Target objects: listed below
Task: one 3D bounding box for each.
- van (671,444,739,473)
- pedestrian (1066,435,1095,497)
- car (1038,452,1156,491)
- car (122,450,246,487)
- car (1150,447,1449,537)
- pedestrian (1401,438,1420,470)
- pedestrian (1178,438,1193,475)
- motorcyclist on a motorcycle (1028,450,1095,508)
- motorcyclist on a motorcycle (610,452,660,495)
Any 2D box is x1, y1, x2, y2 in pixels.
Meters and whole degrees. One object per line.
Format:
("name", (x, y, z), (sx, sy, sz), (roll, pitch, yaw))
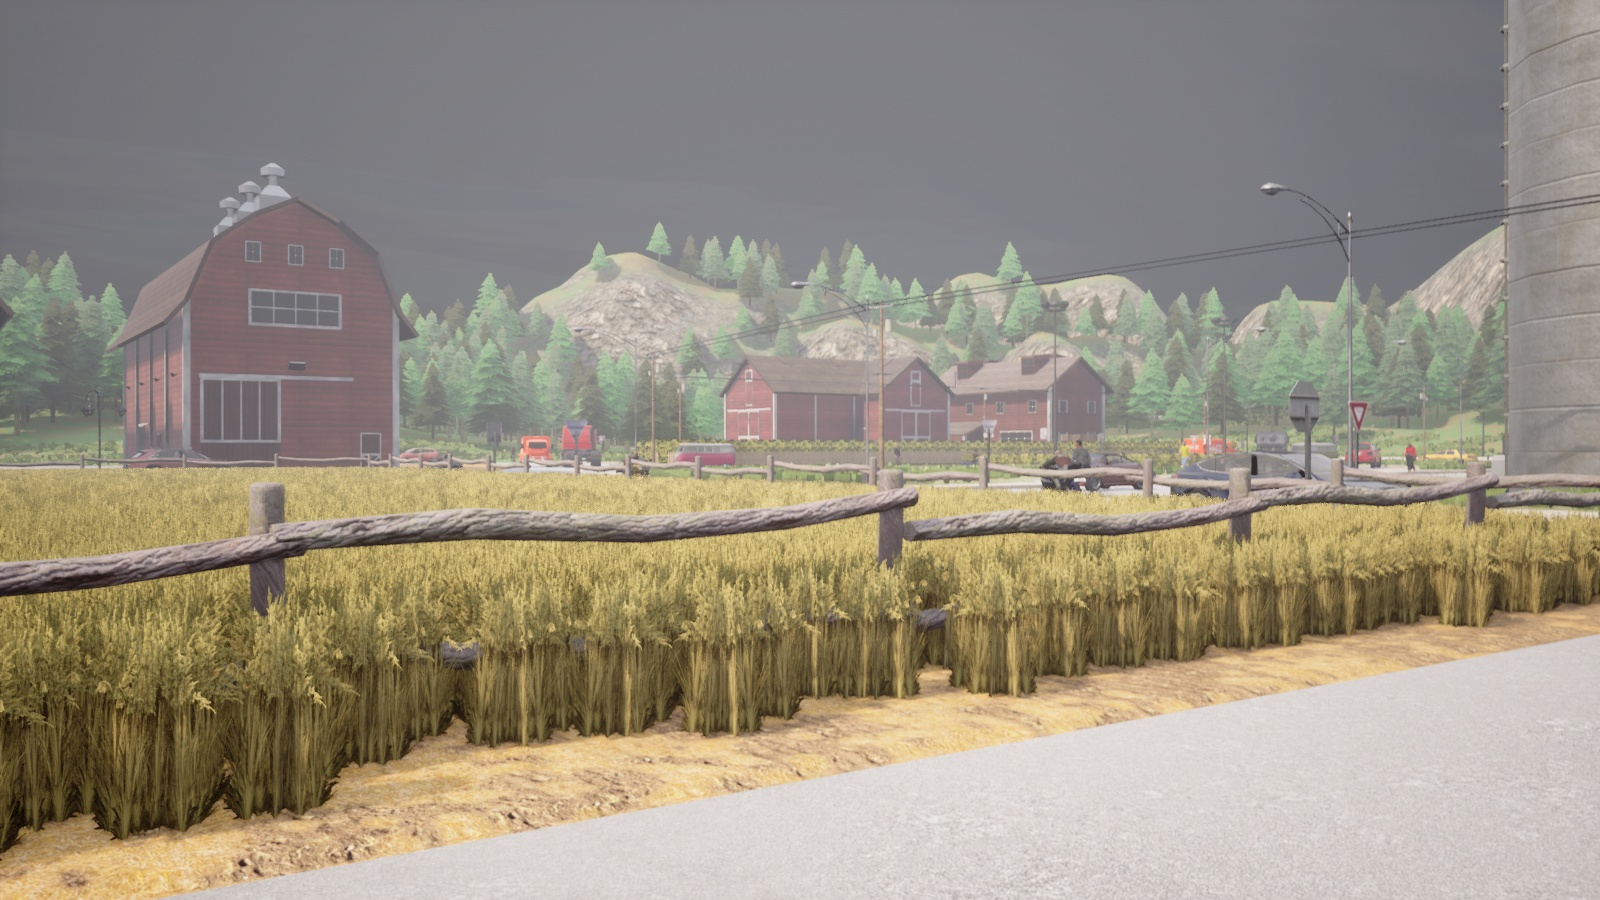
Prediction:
("van", (-6.716, 0.560, 88.343), (4.442, 1.987, 1.775), (0, 0, -21))
("pedestrian", (8.885, 0.509, 39.812), (0.423, 1.949, 0.788), (0, 0, -42))
("car", (11.022, 0.771, 46.560), (4.181, 1.385, 1.994), (0, 0, -36))
("car", (-28.684, 0.847, 58.551), (4.856, 1.649, 2.033), (0, 0, -38))
("car", (9.188, 0.710, 23.495), (2.163, 1.488, 4.792), (0, 0, -35))
("pedestrian", (36.510, 0.237, 75.089), (0.899, 1.844, 0.634), (0, 0, -34))
("pedestrian", (19.247, 0.324, 62.745), (0.706, 1.836, 0.354), (0, 0, -37))
("motorcyclist on a motorcycle", (7.100, 0.759, 34.265), (0.866, 1.530, 2.191), (0, 0, -16))
("motorcyclist on a motorcycle", (-5.967, 0.830, 45.202), (0.866, 1.530, 2.191), (0, 0, -35))
